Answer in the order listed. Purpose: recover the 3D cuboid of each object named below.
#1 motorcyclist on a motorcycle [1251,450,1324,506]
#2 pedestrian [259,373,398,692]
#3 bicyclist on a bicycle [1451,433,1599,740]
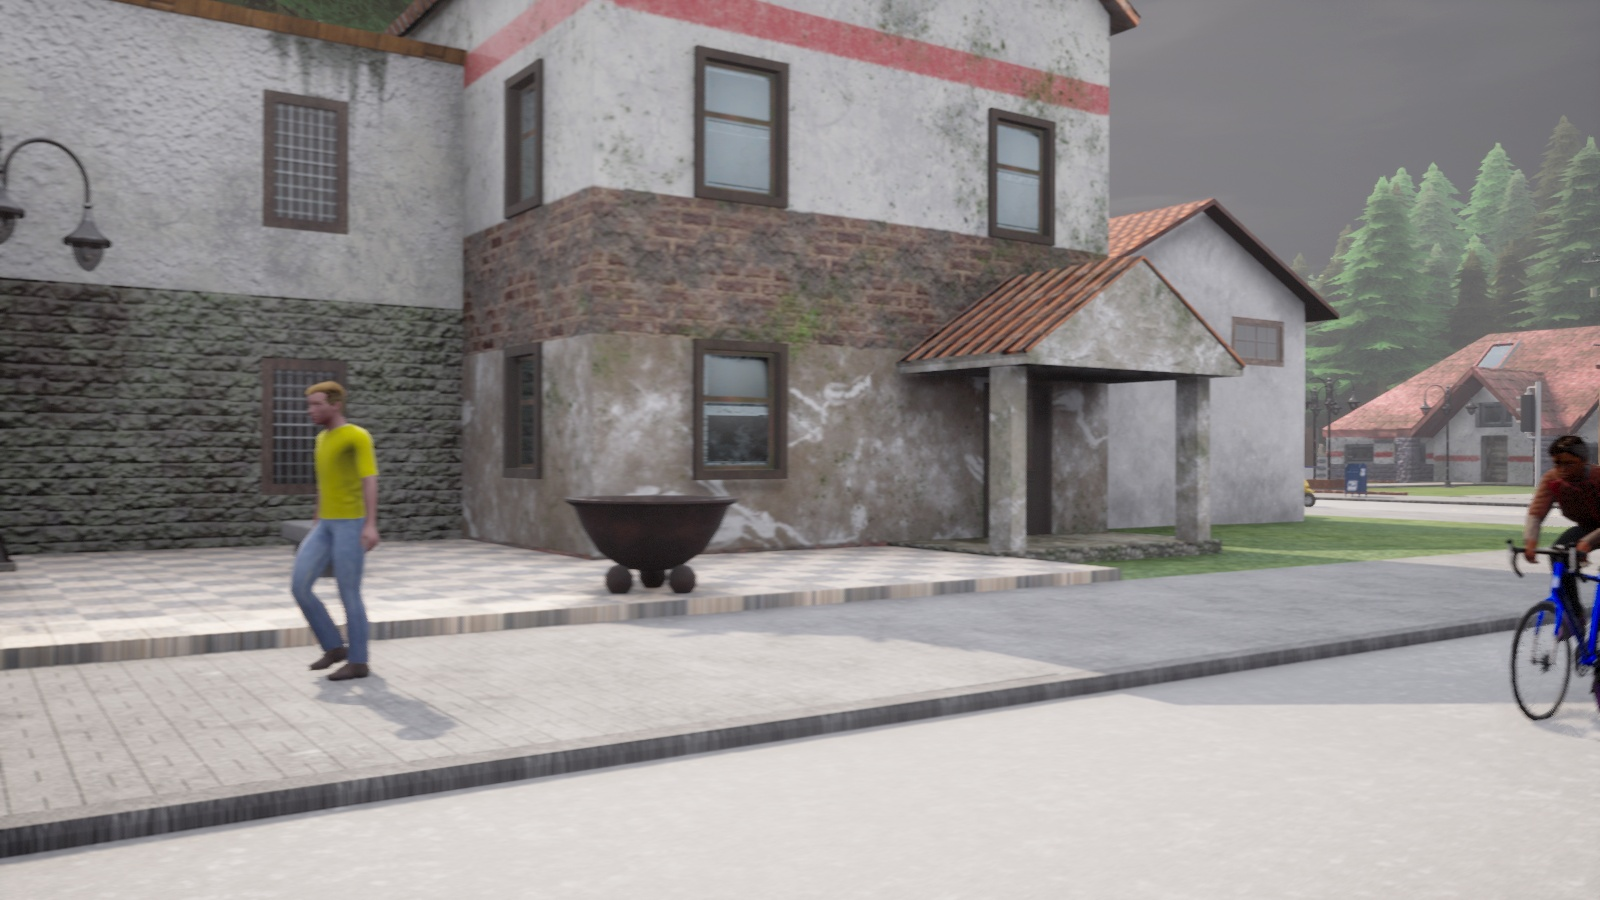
[{"bbox_3d":[14.282,0.811,36.829,0.866,1.590,1.817,0,0,-35],"label":"motorcyclist on a motorcycle"},{"bbox_3d":[-2.849,0.477,7.613,0.354,1.836,0.706,0,0,43],"label":"pedestrian"},{"bbox_3d":[4.546,0.719,7.350,1.656,1.620,0.582,0,0,-34],"label":"bicyclist on a bicycle"}]
